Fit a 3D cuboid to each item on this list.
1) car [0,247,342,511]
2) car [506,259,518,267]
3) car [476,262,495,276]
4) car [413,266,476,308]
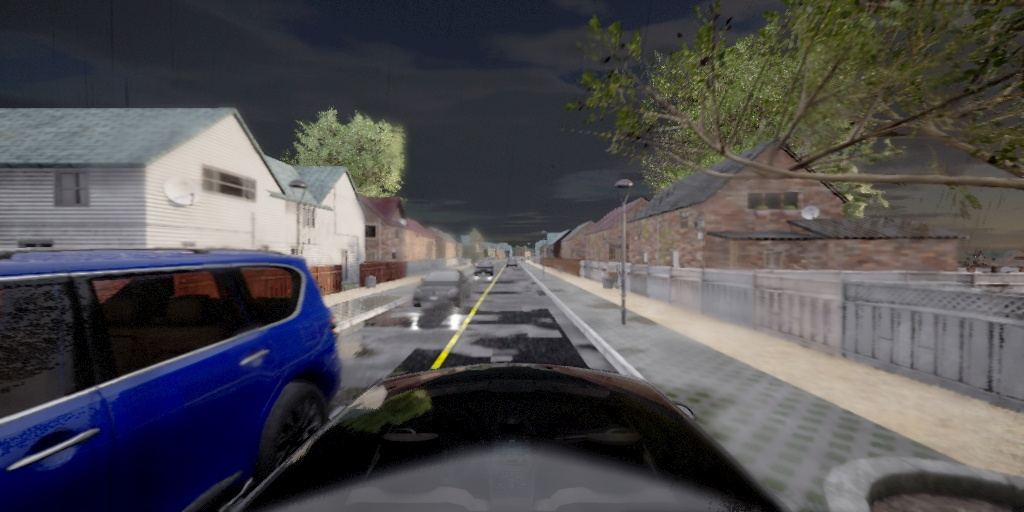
[{"bbox_3d":[-2.854,0.969,1.536,2.150,2.045,5.566,0,1,0],"label":"car"},{"bbox_3d":[-0.021,1.290,63.275,1.994,1.385,4.181,0,0,0],"label":"car"},{"bbox_3d":[-2.762,1.308,37.251,2.033,1.411,5.357,0,0,0],"label":"car"},{"bbox_3d":[-2.828,1.274,15.373,1.812,1.442,4.674,0,0,0],"label":"car"}]
